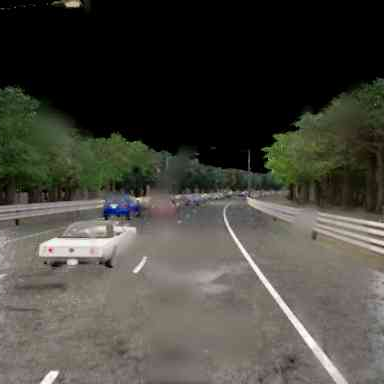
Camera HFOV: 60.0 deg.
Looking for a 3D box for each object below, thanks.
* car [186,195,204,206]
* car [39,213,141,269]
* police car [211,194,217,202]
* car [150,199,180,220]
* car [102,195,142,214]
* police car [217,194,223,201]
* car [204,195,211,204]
[{"bbox_3d":[0.275,1.380,54.081,2.097,1.767,4.553,0,0,8],"label":"car"},{"bbox_3d":[-3.185,1.626,11.286,1.895,1.301,4.718,0,0,2],"label":"car"},{"bbox_3d":[3.836,1.401,75.640,1.930,1.638,5.238,0,0,11],"label":"police car"},{"bbox_3d":[-2.247,1.387,28.907,2.097,1.767,4.553,0,0,4],"label":"car"},{"bbox_3d":[-5.817,1.252,28.231,2.150,2.045,5.566,0,0,4],"label":"car"},{"bbox_3d":[6.013,1.419,86.168,2.038,1.542,4.974,0,0,12],"label":"police car"},{"bbox_3d":[1.904,1.511,64.846,2.128,1.511,4.902,0,0,9],"label":"car"}]
